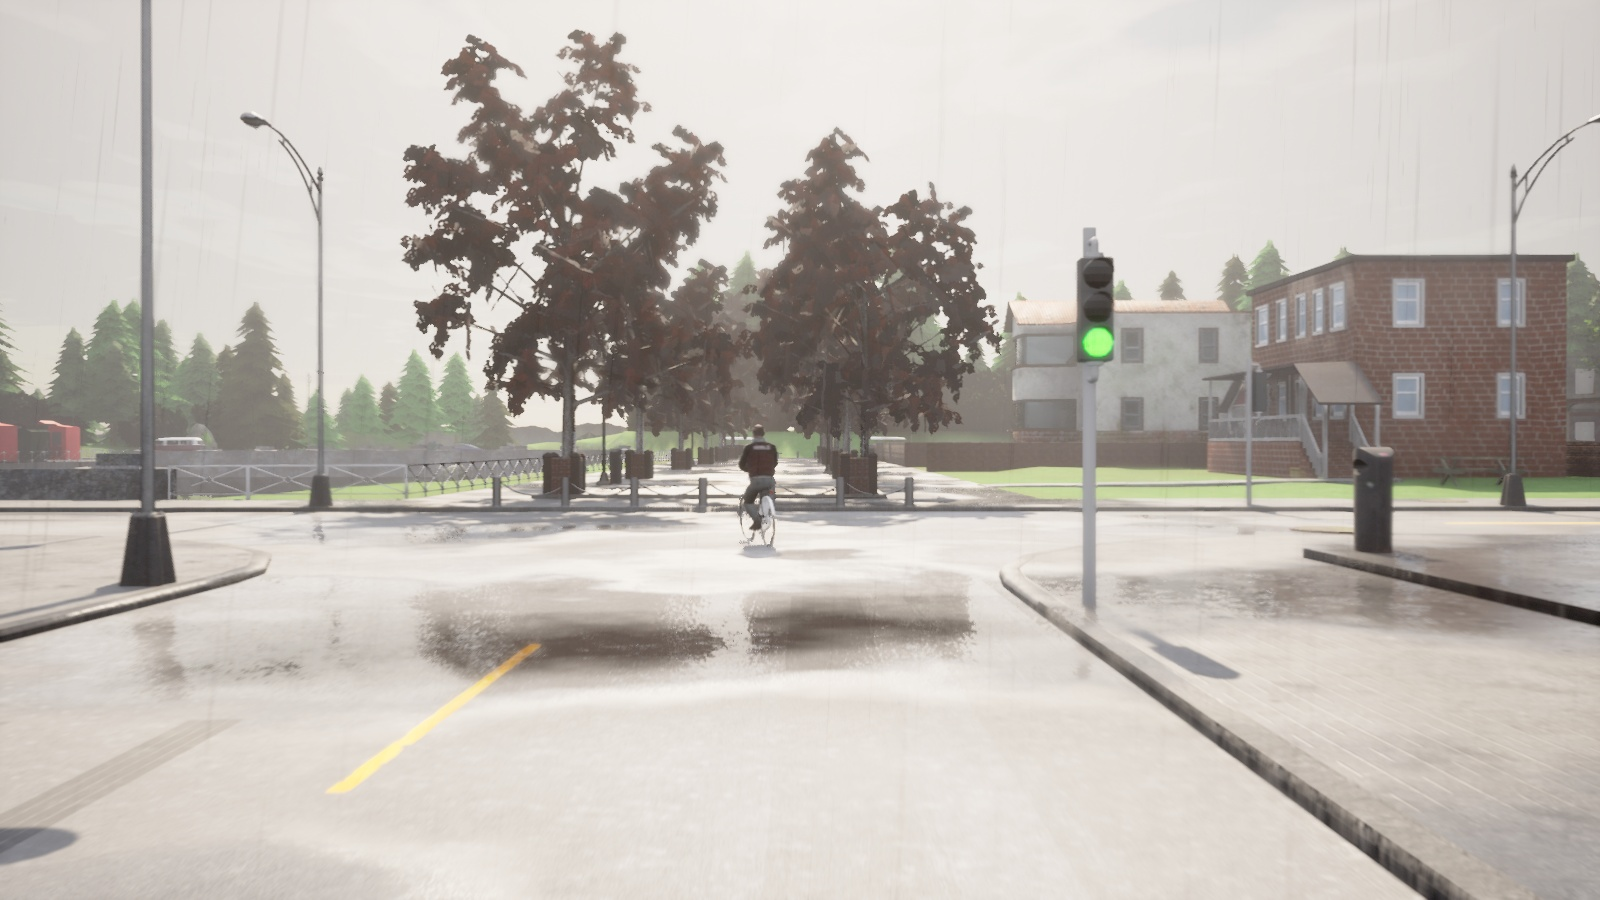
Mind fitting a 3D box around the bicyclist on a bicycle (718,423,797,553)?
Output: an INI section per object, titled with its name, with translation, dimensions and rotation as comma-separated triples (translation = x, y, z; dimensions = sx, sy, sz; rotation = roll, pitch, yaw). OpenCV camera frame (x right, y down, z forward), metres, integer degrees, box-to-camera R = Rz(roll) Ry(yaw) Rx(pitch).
[bicyclist on a bicycle]
translation = -0.649, 0.513, 18.325
dimensions = 0.659, 1.776, 1.843
rotation = -1, 1, -17
